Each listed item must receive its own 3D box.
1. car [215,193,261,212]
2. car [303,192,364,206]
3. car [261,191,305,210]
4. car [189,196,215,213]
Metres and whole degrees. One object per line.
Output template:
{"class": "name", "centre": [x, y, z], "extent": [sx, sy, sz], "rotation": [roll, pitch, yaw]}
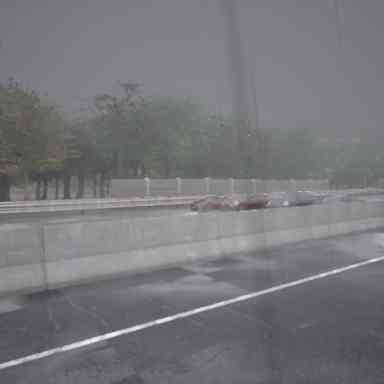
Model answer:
{"class": "car", "centre": [4.632, 0.874, 28.771], "extent": [4.553, 1.767, 2.097], "rotation": [-2, 1, -35]}
{"class": "car", "centre": [10.714, 0.936, 24.511], "extent": [5.008, 1.535, 1.882], "rotation": [-2, 1, -35]}
{"class": "car", "centre": [8.196, 0.826, 27.012], "extent": [4.553, 1.767, 2.097], "rotation": [-2, 1, -35]}
{"class": "car", "centre": [1.787, 1.111, 31.042], "extent": [4.181, 1.385, 1.994], "rotation": [-2, 1, -35]}
